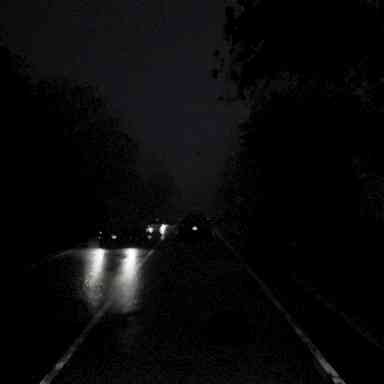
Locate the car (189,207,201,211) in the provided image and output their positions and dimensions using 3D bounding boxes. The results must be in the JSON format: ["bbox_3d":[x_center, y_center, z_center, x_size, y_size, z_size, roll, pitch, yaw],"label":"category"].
[{"bbox_3d":[0.274,2.799,40.178,2.033,1.411,5.357,0,-2,1],"label":"car"}]

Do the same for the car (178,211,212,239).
[{"bbox_3d":[0.166,2.082,20.624,1.994,1.385,4.181,0,-2,0],"label":"car"}]

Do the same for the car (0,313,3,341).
[{"bbox_3d":[-3.591,1.575,2.861,1.994,1.385,4.181,0,-1,0],"label":"car"}]

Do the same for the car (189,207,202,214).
[{"bbox_3d":[0.766,3.969,72.945,1.812,1.442,4.674,1,-2,14],"label":"car"}]

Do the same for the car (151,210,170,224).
[{"bbox_3d":[-3.393,2.603,34.580,1.994,1.385,4.181,0,-2,0],"label":"car"}]

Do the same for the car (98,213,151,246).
[{"bbox_3d":[-3.530,1.908,17.573,1.837,1.490,4.892,0,-3,0],"label":"car"}]
